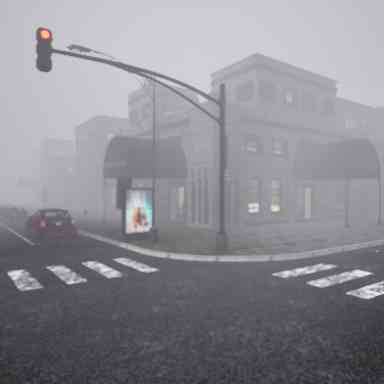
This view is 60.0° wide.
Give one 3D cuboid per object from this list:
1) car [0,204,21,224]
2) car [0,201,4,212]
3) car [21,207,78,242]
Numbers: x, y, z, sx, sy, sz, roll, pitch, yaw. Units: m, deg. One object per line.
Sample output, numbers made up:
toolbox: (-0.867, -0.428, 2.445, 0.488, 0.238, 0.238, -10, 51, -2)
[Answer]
car: (-14.089, 1.825, 26.981, 1.802, 1.307, 4.206, 0, 0, -35)
car: (-27.183, 1.988, 45.630, 2.008, 1.369, 4.403, 0, 0, -35)
car: (-7.543, 1.589, 17.657, 1.967, 1.590, 4.097, 0, 0, -35)
